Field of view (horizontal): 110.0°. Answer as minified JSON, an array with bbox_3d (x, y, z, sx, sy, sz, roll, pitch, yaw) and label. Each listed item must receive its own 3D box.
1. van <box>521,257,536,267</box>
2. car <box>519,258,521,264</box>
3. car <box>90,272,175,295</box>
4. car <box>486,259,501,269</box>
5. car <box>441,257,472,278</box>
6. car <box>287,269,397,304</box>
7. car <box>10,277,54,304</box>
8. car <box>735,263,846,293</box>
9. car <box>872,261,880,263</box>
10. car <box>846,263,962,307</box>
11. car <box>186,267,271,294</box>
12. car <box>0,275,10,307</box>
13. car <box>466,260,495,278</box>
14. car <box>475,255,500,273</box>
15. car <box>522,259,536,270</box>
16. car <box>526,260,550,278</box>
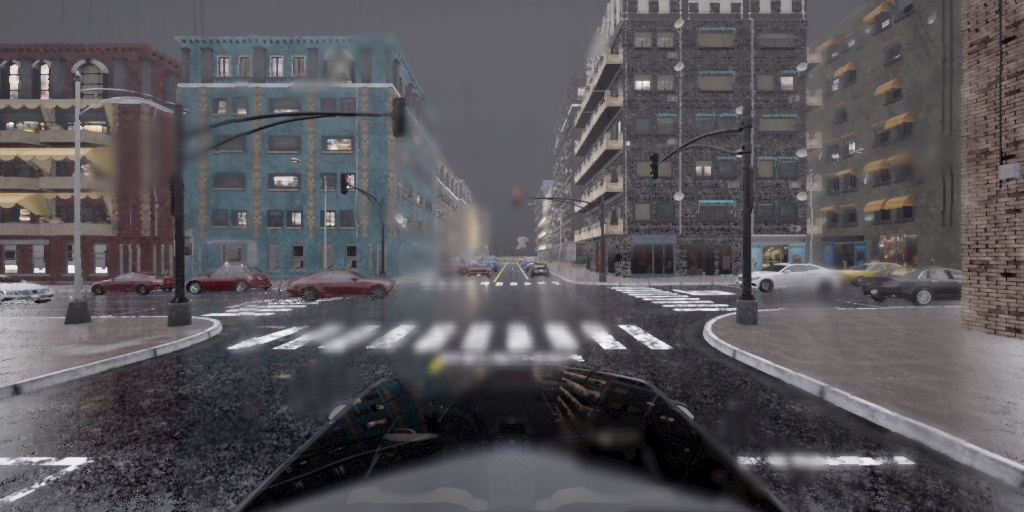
[{"bbox_3d":[2.574,1.078,50.201,1.690,1.789,3.998,0,0,0],"label":"van"},{"bbox_3d":[2.575,1.171,61.304,1.967,1.591,4.097,0,0,0],"label":"car"},{"bbox_3d":[-22.451,1.599,21.435,4.207,1.307,1.802,0,0,0],"label":"car"},{"bbox_3d":[-2.822,1.226,55.802,2.128,1.511,4.902,0,0,1],"label":"car"},{"bbox_3d":[-5.310,1.060,33.545,2.192,1.841,5.009,0,0,0],"label":"car"},{"bbox_3d":[-7.887,1.354,16.888,4.674,1.442,1.812,-1,0,-14],"label":"car"},{"bbox_3d":[-23.596,1.547,16.026,4.674,1.442,1.812,-1,0,0],"label":"car"},{"bbox_3d":[14.266,1.083,18.676,4.674,1.442,1.812,-1,0,2],"label":"car"},{"bbox_3d":[21.137,1.000,21.088,4.829,1.417,1.751,0,0,0],"label":"car"},{"bbox_3d":[15.604,1.082,13.250,4.403,1.370,2.007,0,0,0],"label":"car"},{"bbox_3d":[-16.902,1.388,21.395,4.097,1.591,1.967,0,0,0],"label":"car"},{"bbox_3d":[-22.490,1.443,13.549,4.097,1.591,1.967,0,0,0],"label":"car"},{"bbox_3d":[-2.844,1.347,33.338,1.895,1.301,4.718,0,0,0],"label":"car"},{"bbox_3d":[-2.844,0.959,43.758,2.150,2.045,5.566,0,0,0],"label":"car"},{"bbox_3d":[2.573,1.323,44.648,1.802,1.307,4.207,0,0,0],"label":"car"},{"bbox_3d":[2.571,1.311,33.544,1.948,1.339,4.313,0,0,0],"label":"car"}]
